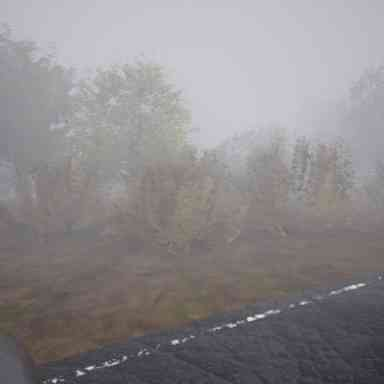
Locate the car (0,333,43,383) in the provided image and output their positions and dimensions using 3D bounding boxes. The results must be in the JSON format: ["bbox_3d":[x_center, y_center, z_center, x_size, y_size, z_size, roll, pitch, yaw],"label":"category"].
[{"bbox_3d":[-3.245,1.562,1.041,5.357,1.411,2.033,-1,0,-36],"label":"car"}]
